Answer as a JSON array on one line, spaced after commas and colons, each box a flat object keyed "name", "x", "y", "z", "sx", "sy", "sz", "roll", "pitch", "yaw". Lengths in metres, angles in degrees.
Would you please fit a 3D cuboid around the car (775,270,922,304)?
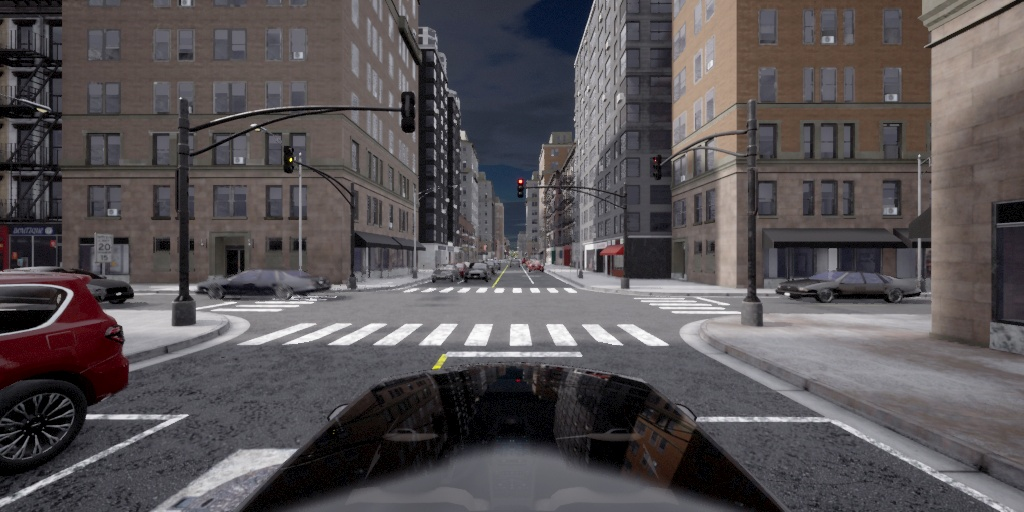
[{"name": "car", "x": 15.312, "y": 1.371, "z": 16.456, "sx": 5.357, "sy": 1.411, "sz": 2.033, "roll": 0, "pitch": 0, "yaw": 0}]

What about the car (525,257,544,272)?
[{"name": "car", "x": 2.942, "y": 1.184, "z": 44.771, "sx": 1.967, "sy": 1.591, "sz": 4.097, "roll": 0, "pitch": 0, "yaw": 0}]

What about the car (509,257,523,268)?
[{"name": "car", "x": 0.531, "y": 1.227, "z": 62.564, "sx": 2.128, "sy": 1.511, "sz": 4.902, "roll": 0, "pitch": 0, "yaw": 1}]

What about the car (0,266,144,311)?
[{"name": "car", "x": -17.432, "y": 1.185, "z": 13.694, "sx": 4.892, "sy": 1.490, "sz": 1.837, "roll": 0, "pitch": 0, "yaw": 0}]

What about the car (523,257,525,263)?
[{"name": "car", "x": 3.390, "y": 1.090, "z": 58.423, "sx": 2.097, "sy": 1.767, "sz": 4.553, "roll": 0, "pitch": 0, "yaw": 0}]

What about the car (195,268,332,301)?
[{"name": "car", "x": -11.353, "y": 1.256, "z": 16.610, "sx": 5.357, "sy": 1.411, "sz": 2.033, "roll": 0, "pitch": 0, "yaw": 0}]

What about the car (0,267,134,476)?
[{"name": "car", "x": -5.389, "y": 1.065, "z": 2.011, "sx": 2.192, "sy": 1.841, "sz": 5.009, "roll": 0, "pitch": 0, "yaw": 0}]

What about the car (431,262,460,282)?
[{"name": "car", "x": -5.199, "y": 1.299, "z": 28.473, "sx": 2.007, "sy": 1.370, "sz": 4.403, "roll": 0, "pitch": 0, "yaw": 0}]

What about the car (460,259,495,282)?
[{"name": "car", "x": -2.662, "y": 1.253, "z": 28.502, "sx": 1.837, "sy": 1.490, "sz": 4.892, "roll": 0, "pitch": 0, "yaw": 0}]

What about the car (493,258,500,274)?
[{"name": "car", "x": -2.597, "y": 1.251, "z": 37.845, "sx": 1.837, "sy": 1.490, "sz": 4.892, "roll": 0, "pitch": 0, "yaw": 0}]
